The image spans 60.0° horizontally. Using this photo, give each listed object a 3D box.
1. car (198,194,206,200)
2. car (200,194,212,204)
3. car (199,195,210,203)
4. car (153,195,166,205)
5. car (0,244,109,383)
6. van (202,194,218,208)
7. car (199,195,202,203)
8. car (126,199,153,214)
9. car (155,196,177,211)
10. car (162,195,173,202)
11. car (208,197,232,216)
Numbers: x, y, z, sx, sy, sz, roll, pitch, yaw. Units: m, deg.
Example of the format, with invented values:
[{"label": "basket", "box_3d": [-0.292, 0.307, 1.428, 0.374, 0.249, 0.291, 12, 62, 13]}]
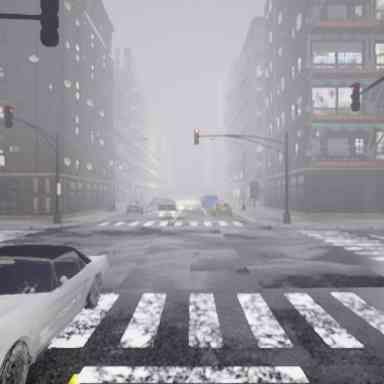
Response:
[{"label": "car", "box_3d": [2.559, 1.349, 84.115, 1.887, 1.381, 4.507, 1, 0, 0]}, {"label": "car", "box_3d": [2.564, 1.282, 61.491, 1.967, 1.590, 4.097, 1, 0, 0]}, {"label": "car", "box_3d": [2.562, 1.382, 67.147, 2.008, 1.369, 4.403, 1, 0, 0]}, {"label": "car", "box_3d": [-5.315, 1.448, 50.119, 1.802, 1.307, 4.206, 1, 0, 0]}, {"label": "car", "box_3d": [-2.751, 1.585, 5.043, 1.895, 1.301, 4.718, 0, 0, 0]}, {"label": "van", "box_3d": [2.601, 1.219, 44.525, 1.690, 1.788, 3.998, 1, 0, 0]}, {"label": "car", "box_3d": [2.568, 1.181, 50.178, 2.192, 1.841, 5.009, 1, 0, 0]}, {"label": "car", "box_3d": [-5.441, 1.455, 33.146, 2.008, 1.369, 4.403, 1, 0, 0]}, {"label": "car", "box_3d": [-2.757, 1.458, 37.926, 1.994, 1.385, 4.181, 0, 0, 0]}, {"label": "car", "box_3d": [-5.319, 1.372, 72.750, 2.008, 1.369, 4.403, 1, 0, 0]}, {"label": "car", "box_3d": [2.699, 1.436, 30.692, 1.752, 1.417, 4.829, 1, 0, 0]}]
